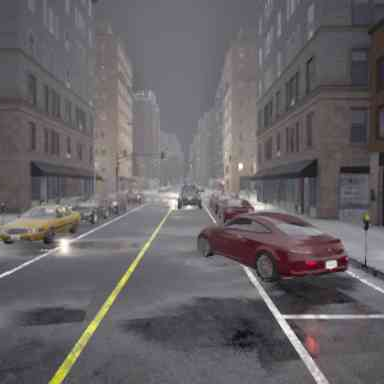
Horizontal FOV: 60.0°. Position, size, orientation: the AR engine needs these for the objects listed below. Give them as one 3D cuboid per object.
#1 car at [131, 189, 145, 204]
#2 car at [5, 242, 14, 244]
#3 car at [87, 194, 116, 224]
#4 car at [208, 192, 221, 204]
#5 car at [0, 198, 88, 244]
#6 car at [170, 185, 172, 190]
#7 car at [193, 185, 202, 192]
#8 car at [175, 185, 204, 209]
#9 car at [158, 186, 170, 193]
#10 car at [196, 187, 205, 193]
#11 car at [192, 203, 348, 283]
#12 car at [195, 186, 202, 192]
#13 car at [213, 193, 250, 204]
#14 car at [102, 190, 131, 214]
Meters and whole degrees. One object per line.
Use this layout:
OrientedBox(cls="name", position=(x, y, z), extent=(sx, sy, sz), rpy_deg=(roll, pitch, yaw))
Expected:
OrientedBox(cls="car", position=(-6.179, 0.455, 35.739), extent=(1.967, 1.590, 4.097), rpy_deg=(0, 2, -1))
OrientedBox(cls="car", position=(-3.113, 1.447, 1.470), extent=(2.128, 1.511, 4.902), rpy_deg=(0, 2, -1))
OrientedBox(cls="car", position=(-6.027, 1.014, 19.270), extent=(2.008, 1.369, 4.403), rpy_deg=(0, 2, -1))
OrientedBox(cls="car", position=(2.448, 0.854, 24.846), extent=(1.887, 1.381, 4.507), rpy_deg=(0, 2, -1))
OrientedBox(cls="car", position=(-5.975, 1.144, 13.609), extent=(1.752, 1.417, 4.829), rpy_deg=(0, 2, -1))
OrientedBox(cls="car", position=(-6.874, -0.734, 85.098), extent=(1.887, 1.381, 4.507), rpy_deg=(0, 1, -1))
OrientedBox(cls="car", position=(1.547, -1.105, 90.751), extent=(2.192, 1.841, 5.009), rpy_deg=(0, 1, -1))
OrientedBox(cls="car", position=(-0.190, 0.521, 30.063), extent=(2.097, 1.767, 4.553), rpy_deg=(0, 2, 0))
OrientedBox(cls="car", position=(-6.668, -0.449, 74.088), extent=(2.008, 1.369, 4.403), rpy_deg=(0, 1, -1))
OrientedBox(cls="car", position=(1.856, -0.460, 74.243), extent=(1.887, 1.381, 4.507), rpy_deg=(0, 1, -1))
OrientedBox(cls="car", position=(1.854, 1.272, 8.947), extent=(1.812, 1.442, 4.674), rpy_deg=(-1, 2, -27))
OrientedBox(cls="car", position=(1.646, -0.763, 85.421), extent=(1.752, 1.417, 4.829), rpy_deg=(0, 1, -1))
OrientedBox(cls="car", position=(2.499, 1.004, 19.357), extent=(1.887, 1.381, 4.507), rpy_deg=(0, 2, -1))
OrientedBox(cls="car", position=(-6.077, 0.753, 24.757), extent=(1.967, 1.590, 4.097), rpy_deg=(0, 2, -1))
